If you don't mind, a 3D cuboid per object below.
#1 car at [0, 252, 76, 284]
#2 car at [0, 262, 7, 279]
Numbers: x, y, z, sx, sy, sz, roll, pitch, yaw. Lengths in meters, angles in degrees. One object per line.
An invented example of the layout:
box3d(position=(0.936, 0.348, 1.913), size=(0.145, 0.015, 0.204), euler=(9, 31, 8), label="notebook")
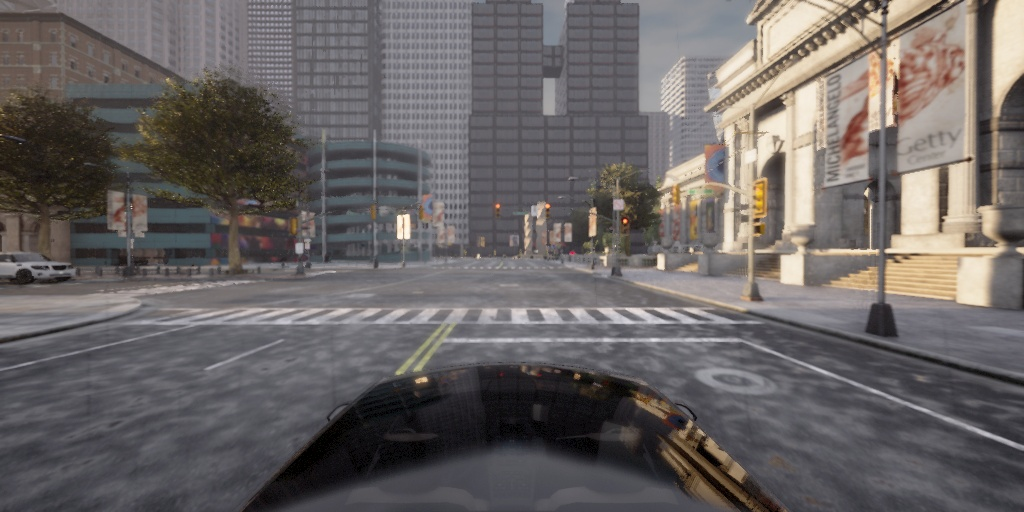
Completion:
box3d(position=(-32.557, 0.743, 23.700), size=(5.566, 2.045, 2.150), euler=(0, 1, 0), label="car")
box3d(position=(-32.291, 1.159, 20.205), size=(4.718, 1.301, 1.895), euler=(0, 1, 0), label="car")
